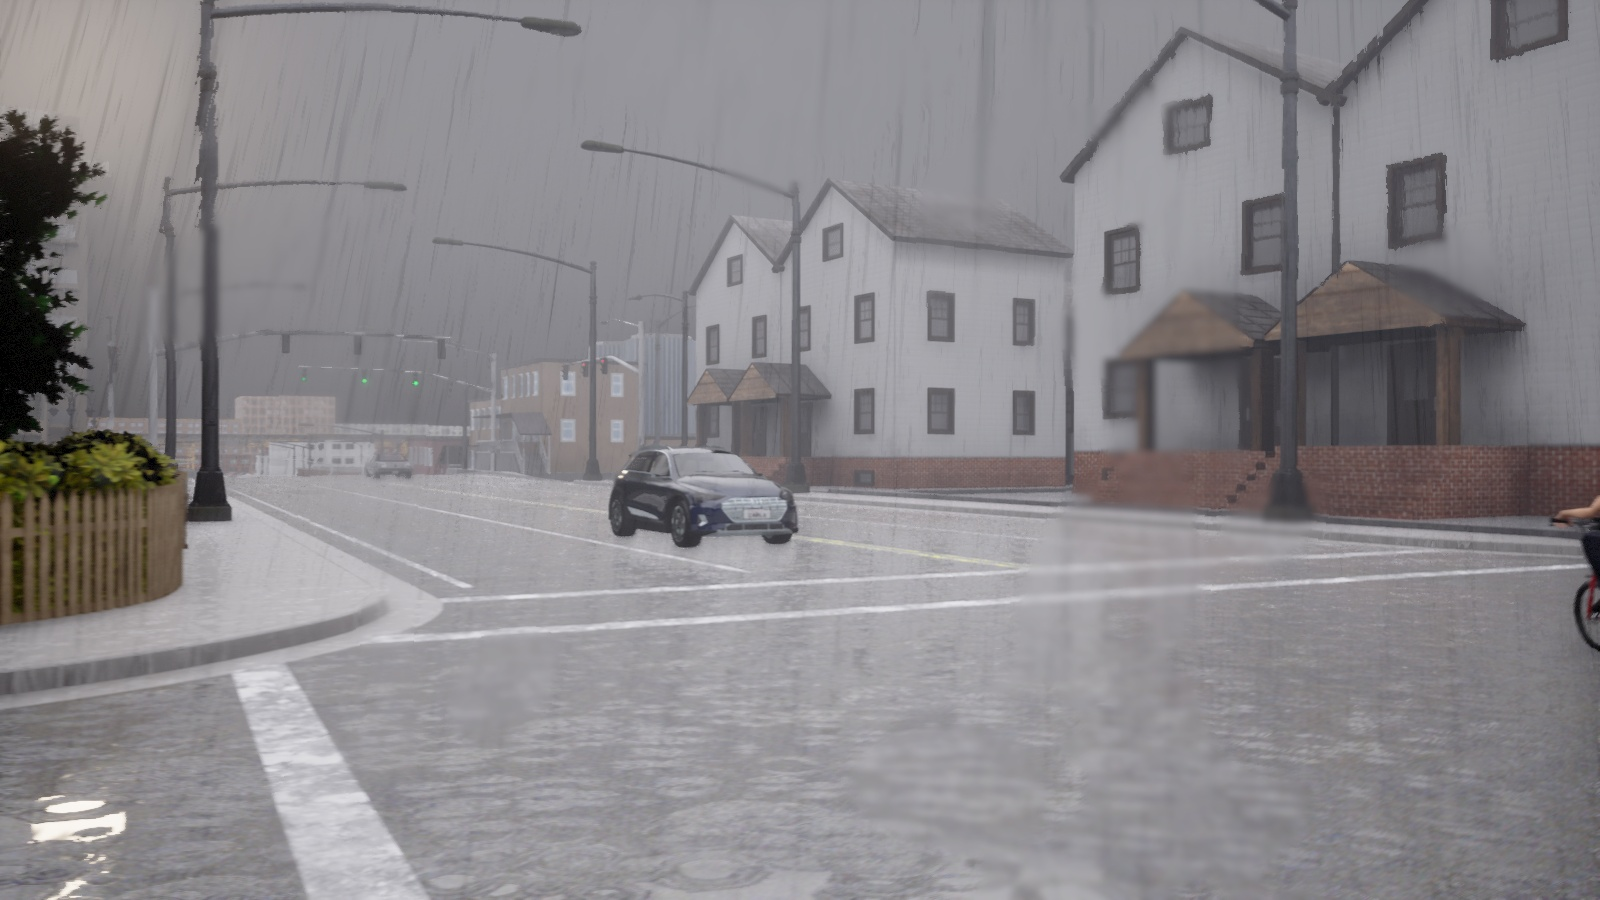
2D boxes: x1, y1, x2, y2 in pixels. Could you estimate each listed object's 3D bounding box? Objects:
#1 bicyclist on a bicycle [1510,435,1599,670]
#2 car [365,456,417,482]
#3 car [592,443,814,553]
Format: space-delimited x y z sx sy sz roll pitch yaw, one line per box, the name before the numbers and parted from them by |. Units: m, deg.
bicyclist on a bicycle | 5.944 0.691 9.063 0.866 1.612 1.509 -2 0 6
car | -22.166 1.007 67.906 1.895 1.301 4.718 0 0 -28
car | -1.814 0.733 21.521 2.033 1.649 4.856 0 0 -28
